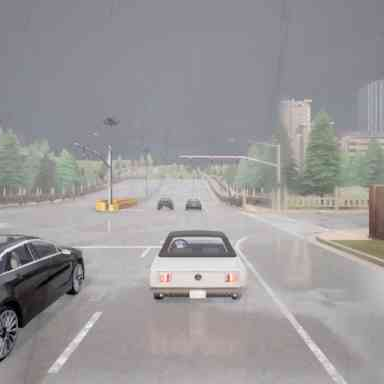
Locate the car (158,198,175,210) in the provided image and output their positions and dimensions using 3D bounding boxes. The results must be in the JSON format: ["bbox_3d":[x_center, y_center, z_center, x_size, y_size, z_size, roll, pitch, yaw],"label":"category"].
[{"bbox_3d":[-3.308,1.504,42.541,1.837,1.490,4.892,0,0,0],"label":"car"}]

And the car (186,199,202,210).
[{"bbox_3d":[0.197,1.564,42.427,1.994,1.385,4.181,0,0,0],"label":"car"}]

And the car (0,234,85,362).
[{"bbox_3d":[-3.387,1.492,5.824,2.128,1.511,4.902,0,0,0],"label":"car"}]

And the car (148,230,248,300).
[{"bbox_3d":[0.117,1.601,8.358,1.895,1.301,4.718,0,0,0],"label":"car"}]
